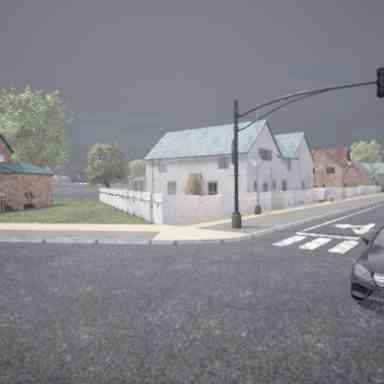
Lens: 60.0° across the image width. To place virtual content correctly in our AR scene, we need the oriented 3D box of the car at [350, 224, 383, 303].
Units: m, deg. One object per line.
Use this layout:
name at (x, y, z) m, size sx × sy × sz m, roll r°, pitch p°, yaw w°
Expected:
car at (4.797, 1.334, 7.106) m, size 1.812 × 1.442 × 4.674 m, roll 1°, pitch 2°, yaw 38°
